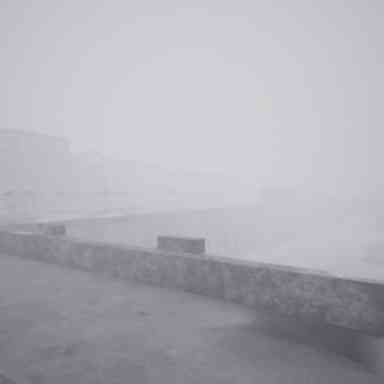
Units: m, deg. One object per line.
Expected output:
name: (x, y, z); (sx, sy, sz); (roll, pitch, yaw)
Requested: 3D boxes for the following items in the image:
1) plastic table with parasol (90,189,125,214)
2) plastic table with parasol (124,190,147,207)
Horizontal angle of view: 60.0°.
plastic table with parasol: (-8.907, 0.965, 35.144); (2.482, 2.480, 2.482); (0, 0, 35)
plastic table with parasol: (-8.820, 0.980, 51.821); (2.482, 2.480, 2.482); (0, 0, 35)
